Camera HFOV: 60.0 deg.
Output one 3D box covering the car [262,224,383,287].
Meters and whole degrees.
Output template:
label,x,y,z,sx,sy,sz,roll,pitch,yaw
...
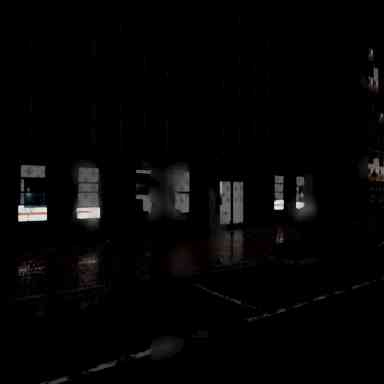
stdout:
label,x,y,z,sx,sy,sz,roll,pitch,yaw
car,3.796,1.582,9.273,4.206,1.307,1.802,0,0,-36
